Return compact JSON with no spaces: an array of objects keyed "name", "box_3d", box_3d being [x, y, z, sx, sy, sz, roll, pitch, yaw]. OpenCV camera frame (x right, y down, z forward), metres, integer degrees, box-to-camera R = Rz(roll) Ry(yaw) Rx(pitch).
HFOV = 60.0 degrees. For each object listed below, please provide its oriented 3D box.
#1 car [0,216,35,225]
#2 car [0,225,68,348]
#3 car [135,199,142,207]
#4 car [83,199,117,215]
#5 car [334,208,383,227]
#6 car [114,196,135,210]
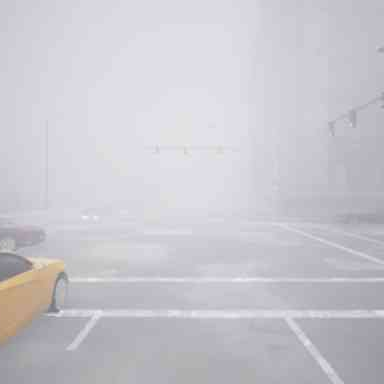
[{"name":"car","box_3d":[-8.664,1.600,13.691,5.008,1.535,1.882,0,0,0]},{"name":"car","box_3d":[-3.436,1.516,4.768,1.882,1.535,5.008,0,-1,0]},{"name":"car","box_3d":[-10.361,2.015,60.180,2.033,1.411,5.357,0,0,3]},{"name":"car","box_3d":[-10.727,1.847,38.336,2.033,1.411,5.357,0,0,3]},{"name":"car","box_3d":[12.920,1.788,24.180,4.718,1.301,1.895,0,0,1]},{"name":"car","box_3d":[-10.579,1.613,49.836,2.150,2.045,5.566,0,-1,1]}]
